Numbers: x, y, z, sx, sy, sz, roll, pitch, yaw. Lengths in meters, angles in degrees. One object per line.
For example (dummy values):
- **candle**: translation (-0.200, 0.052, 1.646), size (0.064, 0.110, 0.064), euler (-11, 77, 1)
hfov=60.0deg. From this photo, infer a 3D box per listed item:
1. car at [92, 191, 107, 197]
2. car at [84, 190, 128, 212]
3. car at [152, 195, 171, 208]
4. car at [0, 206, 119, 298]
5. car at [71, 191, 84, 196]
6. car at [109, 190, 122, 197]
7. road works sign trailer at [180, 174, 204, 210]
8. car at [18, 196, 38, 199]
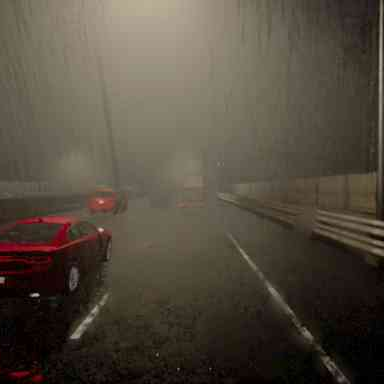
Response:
- **car**: translation (-21.009, 0.443, 75.642), size (2.033, 1.411, 5.357), euler (0, 1, 0)
- **car**: translation (-6.900, 0.829, 27.928), size (2.150, 2.045, 5.566), euler (0, 1, 0)
- **car**: translation (-3.403, 1.024, 37.614), size (2.033, 1.411, 5.357), euler (0, 1, 0)
- **car**: translation (-3.399, 1.356, 8.316), size (1.882, 1.535, 5.008), euler (0, 1, 0)
- **car**: translation (-24.508, 0.431, 71.754), size (1.882, 1.535, 5.008), euler (0, 1, 0)
- **car**: translation (-17.509, 0.376, 76.058), size (1.882, 1.535, 5.008), euler (0, 1, 0)
- **road works sign trailer**: translation (-0.004, -0.013, 34.166), size (2.380, 3.560, 2.880), euler (0, 1, 0)
- **car**: translation (-17.579, 1.108, 35.308), size (1.895, 1.301, 4.718), euler (0, 1, 0)
